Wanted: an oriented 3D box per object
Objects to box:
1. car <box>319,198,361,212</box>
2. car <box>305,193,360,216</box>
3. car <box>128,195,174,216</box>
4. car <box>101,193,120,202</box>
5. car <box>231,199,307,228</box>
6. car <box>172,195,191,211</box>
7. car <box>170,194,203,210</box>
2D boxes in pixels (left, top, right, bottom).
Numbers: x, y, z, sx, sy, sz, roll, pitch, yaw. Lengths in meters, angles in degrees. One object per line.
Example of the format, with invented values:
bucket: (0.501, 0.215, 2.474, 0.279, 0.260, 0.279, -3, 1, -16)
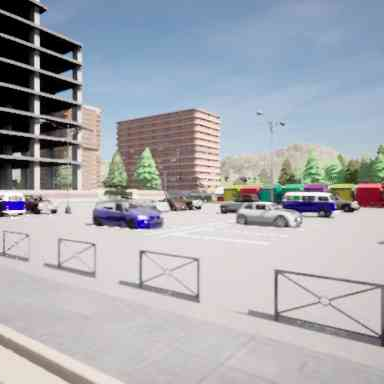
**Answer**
car: (16.221, 1.360, 36.527, 3.905, 1.438, 1.784, 0, 0, 36)
car: (14.478, 1.149, 34.213, 4.605, 1.855, 1.932, 0, 0, 36)
car: (-4.208, 1.376, 33.943, 3.806, 1.475, 1.970, 0, 0, 36)
car: (-22.435, 1.225, 90.331, 1.851, 1.617, 3.988, 0, 0, 36)
car: (4.684, 1.390, 20.442, 3.806, 1.475, 1.970, 0, 0, 36)
car: (-2.517, 1.345, 36.293, 3.905, 1.438, 1.784, 0, 0, 36)
car: (-0.991, 1.135, 38.500, 4.605, 1.855, 1.932, 0, 0, 36)
